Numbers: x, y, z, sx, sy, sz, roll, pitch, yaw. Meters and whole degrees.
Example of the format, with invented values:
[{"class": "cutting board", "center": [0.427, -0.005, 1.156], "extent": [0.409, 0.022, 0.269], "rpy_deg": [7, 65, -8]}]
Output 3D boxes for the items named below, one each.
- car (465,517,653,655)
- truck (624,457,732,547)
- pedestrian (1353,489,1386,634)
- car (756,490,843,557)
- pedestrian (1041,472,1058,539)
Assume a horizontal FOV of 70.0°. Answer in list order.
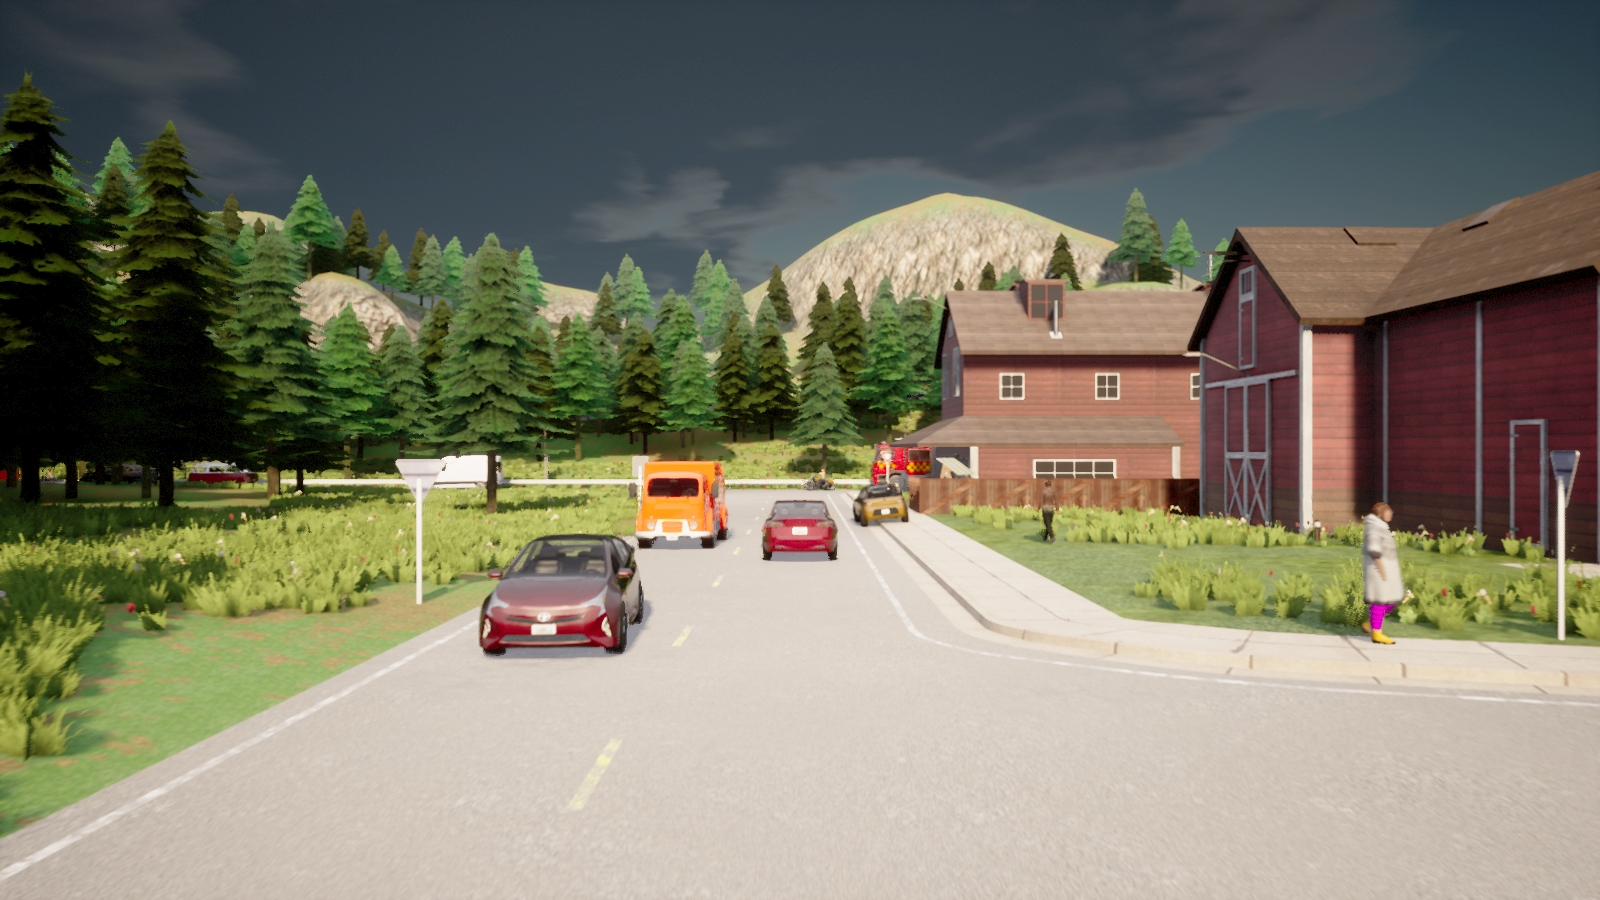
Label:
[{"class": "car", "center": [-3.393, 1.888, 16.979], "extent": [2.007, 1.525, 4.514], "rpy_deg": [0, 0, -2]}, {"class": "truck", "center": [-3.502, 1.429, 33.891], "extent": [2.627, 2.467, 5.204], "rpy_deg": [0, 0, 0]}, {"class": "pedestrian", "center": [7.519, 1.453, 15.091], "extent": [0.375, 1.860, 0.375], "rpy_deg": [0, 0, 28]}, {"class": "car", "center": [-0.004, 1.919, 30.794], "extent": [2.163, 1.488, 4.792], "rpy_deg": [0, 0, 0]}, {"class": "pedestrian", "center": [6.975, 1.536, 31.907], "extent": [0.375, 1.860, 0.375], "rpy_deg": [0, 0, -3]}]
